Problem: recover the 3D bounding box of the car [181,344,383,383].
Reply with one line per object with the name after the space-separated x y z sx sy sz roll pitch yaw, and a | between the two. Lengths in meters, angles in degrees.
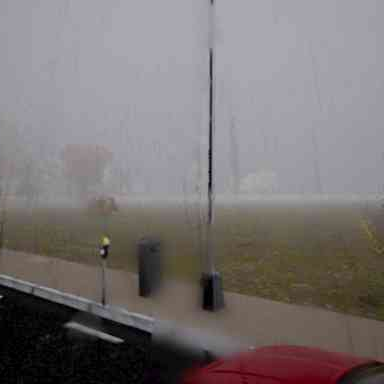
1.777 1.541 1.442 4.507 1.381 1.887 0 1 36 | car
